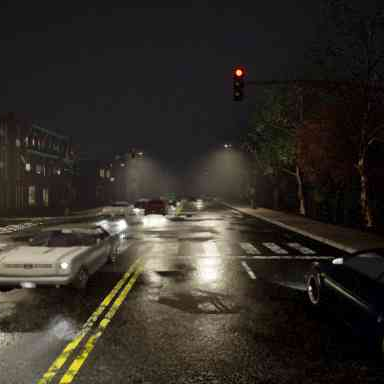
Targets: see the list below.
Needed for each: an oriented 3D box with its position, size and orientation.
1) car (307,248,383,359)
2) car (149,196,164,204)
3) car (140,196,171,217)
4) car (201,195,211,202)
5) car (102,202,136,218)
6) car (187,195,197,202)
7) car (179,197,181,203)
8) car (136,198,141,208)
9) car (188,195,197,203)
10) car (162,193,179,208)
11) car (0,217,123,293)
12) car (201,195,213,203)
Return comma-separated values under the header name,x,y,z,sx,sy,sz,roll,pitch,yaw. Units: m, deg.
name,x,y,z,sx,sy,sz,roll,pitch,yaw
car,3.337,1.563,5.254,1.994,1.385,4.181,0,0,1
car,-6.578,1.471,61.928,2.128,1.511,4.902,0,0,0
car,-3.357,1.469,31.432,1.882,1.535,5.008,0,0,0
car,3.231,1.509,78.533,2.033,1.411,5.357,0,0,0
car,-6.607,1.593,29.938,1.895,1.301,4.718,0,0,0
car,-0.017,1.493,79.758,2.128,1.511,4.902,0,0,0
car,-3.266,1.522,69.436,2.033,1.411,5.357,0,0,0
car,-6.608,1.549,45.109,1.994,1.385,4.181,0,0,0
car,0.086,1.500,69.677,1.812,1.442,4.674,0,0,0
car,-3.358,1.205,47.407,2.150,2.045,5.566,0,0,0
car,-3.352,1.599,9.008,1.895,1.301,4.718,0,0,0
car,3.337,1.466,68.349,2.128,1.511,4.902,0,0,0
